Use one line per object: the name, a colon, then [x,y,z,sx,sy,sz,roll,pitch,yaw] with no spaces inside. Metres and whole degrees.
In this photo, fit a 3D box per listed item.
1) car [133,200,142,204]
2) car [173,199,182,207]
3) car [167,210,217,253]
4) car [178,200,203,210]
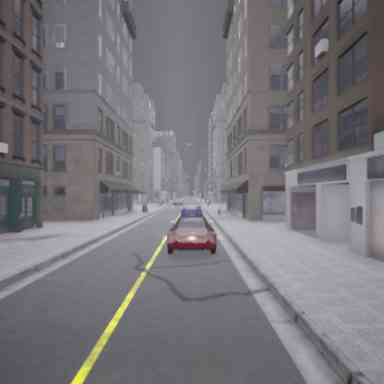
car: [-14.940,2.356,82.496,4.829,1.417,1.752,0,0,0]
car: [-2.781,2.135,67.048,1.882,1.535,5.008,0,-1,0]
car: [-0.001,1.701,14.280,1.994,1.385,4.181,0,0,0]
car: [-0.005,1.760,29.477,1.882,1.535,5.008,0,0,0]
